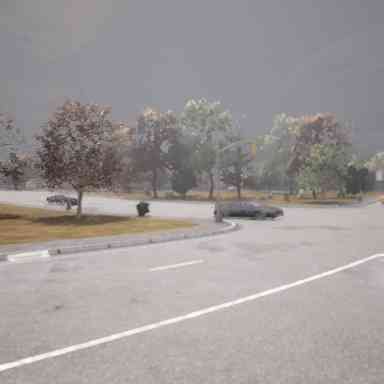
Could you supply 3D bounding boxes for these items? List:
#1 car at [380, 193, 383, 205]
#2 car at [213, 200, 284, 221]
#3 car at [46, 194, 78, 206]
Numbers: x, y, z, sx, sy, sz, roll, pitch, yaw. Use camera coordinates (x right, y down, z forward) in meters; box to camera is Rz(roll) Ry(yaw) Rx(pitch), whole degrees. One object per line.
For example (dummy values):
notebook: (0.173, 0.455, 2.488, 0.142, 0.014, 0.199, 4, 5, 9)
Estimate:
car: (23.659, 0.550, 39.262, 2.097, 1.767, 4.553, -1, 1, 36)
car: (4.185, 1.327, 25.315, 5.357, 1.411, 2.033, 0, 1, 38)
car: (-16.013, 0.883, 41.099, 4.718, 1.301, 1.895, 3, 3, 38)
